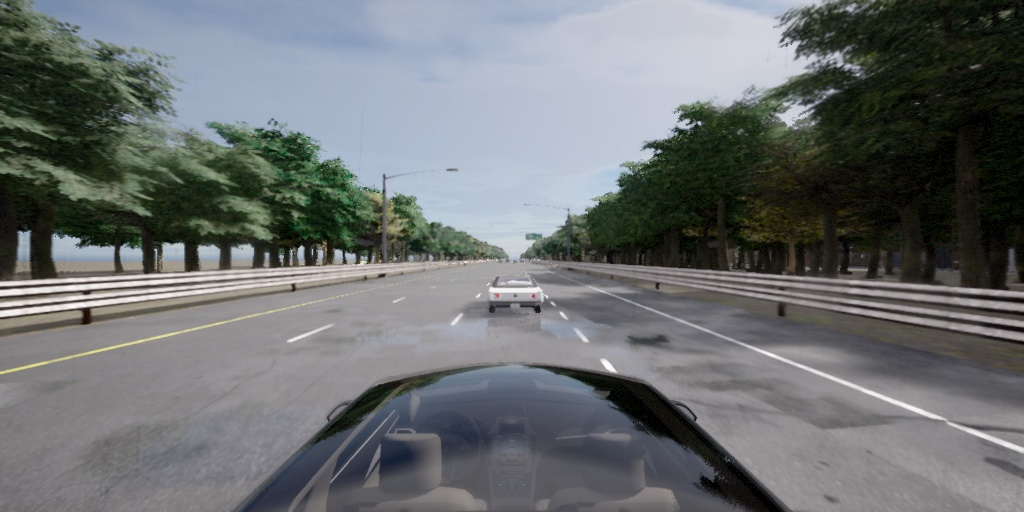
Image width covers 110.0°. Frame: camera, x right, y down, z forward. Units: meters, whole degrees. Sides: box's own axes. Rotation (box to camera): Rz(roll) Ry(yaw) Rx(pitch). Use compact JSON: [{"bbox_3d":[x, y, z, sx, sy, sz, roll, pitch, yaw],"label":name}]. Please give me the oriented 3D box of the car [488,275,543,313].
[{"bbox_3d":[0.096,1.382,14.244,1.895,1.301,4.718,0,0,0],"label":"car"}]
